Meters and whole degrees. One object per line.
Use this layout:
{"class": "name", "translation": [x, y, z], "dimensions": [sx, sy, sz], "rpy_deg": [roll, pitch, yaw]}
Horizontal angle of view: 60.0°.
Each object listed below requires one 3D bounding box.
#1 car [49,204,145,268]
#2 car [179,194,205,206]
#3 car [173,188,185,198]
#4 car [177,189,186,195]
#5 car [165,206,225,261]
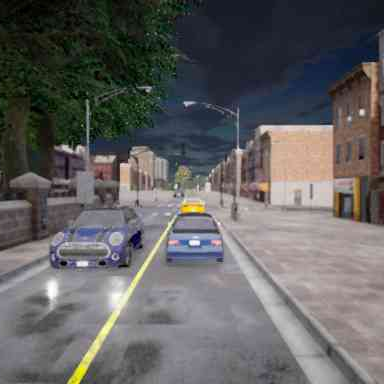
{"class": "car", "translation": [-2.842, 1.256, 10.887], "dimensions": [2.097, 1.767, 4.553], "rpy_deg": [0, 0, 0]}
{"class": "car", "translation": [0.084, 1.233, 28.054], "dimensions": [1.882, 1.535, 5.008], "rpy_deg": [0, 0, 0]}
{"class": "car", "translation": [-2.745, 0.268, 70.123], "dimensions": [2.150, 2.045, 5.566], "rpy_deg": [0, 1, 0]}
{"class": "car", "translation": [-2.744, -0.003, 85.743], "dimensions": [2.033, 1.411, 5.357], "rpy_deg": [0, 1, 0]}
{"class": "car", "translation": [0.085, 1.444, 11.802], "dimensions": [2.033, 1.411, 5.357], "rpy_deg": [0, 0, 0]}
